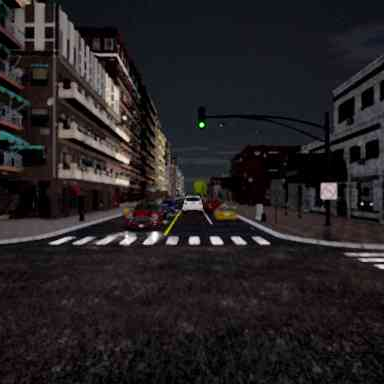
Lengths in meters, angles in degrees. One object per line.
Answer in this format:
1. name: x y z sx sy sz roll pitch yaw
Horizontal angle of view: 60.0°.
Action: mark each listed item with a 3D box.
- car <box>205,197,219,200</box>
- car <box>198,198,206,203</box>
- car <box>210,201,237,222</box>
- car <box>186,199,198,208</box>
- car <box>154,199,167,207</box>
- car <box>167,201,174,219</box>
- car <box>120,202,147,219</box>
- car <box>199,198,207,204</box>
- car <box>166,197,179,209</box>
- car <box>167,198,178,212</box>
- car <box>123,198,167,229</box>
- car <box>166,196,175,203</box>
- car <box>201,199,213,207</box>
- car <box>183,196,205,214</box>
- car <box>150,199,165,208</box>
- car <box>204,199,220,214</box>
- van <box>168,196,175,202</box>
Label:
1. car: 2.692 1.608 44.165 2.192 1.841 5.009 0 0 0
2. car: 2.689 2.177 88.476 2.008 1.369 4.403 0 0 0
3. car: 2.692 1.708 27.717 1.752 1.417 4.829 0 0 0
4. car: 0.046 1.948 58.942 2.033 1.411 5.357 0 0 0
5. car: -5.690 1.942 60.610 1.752 1.417 4.829 0 0 0
6. car: -3.077 1.813 31.569 1.895 1.301 4.718 0 0 0
7. car: -5.689 1.748 32.914 1.752 1.417 4.829 0 0 0
8. car: 2.689 2.109 83.107 1.752 1.417 4.829 0 0 0
9. car: -3.002 1.907 50.641 1.994 1.385 4.181 0 0 0
10. car: -3.016 1.798 40.626 1.812 1.442 4.674 0 0 0
11. car: -3.100 1.506 22.628 2.097 1.767 4.553 0 0 0
12. car: -5.691 1.947 88.478 2.192 1.841 5.009 0 0 0
13. car: 2.691 1.963 60.781 2.008 1.369 4.403 0 0 0
14. car: 0.099 1.481 39.014 2.150 2.045 5.566 0 0 0
15. car: -5.690 1.928 55.241 2.008 1.369 4.403 0 0 0
16. car: 2.691 1.837 38.624 1.802 1.307 4.206 0 0 0
17. van: -5.691 2.018 94.017 1.690 1.788 3.998 0 0 0
